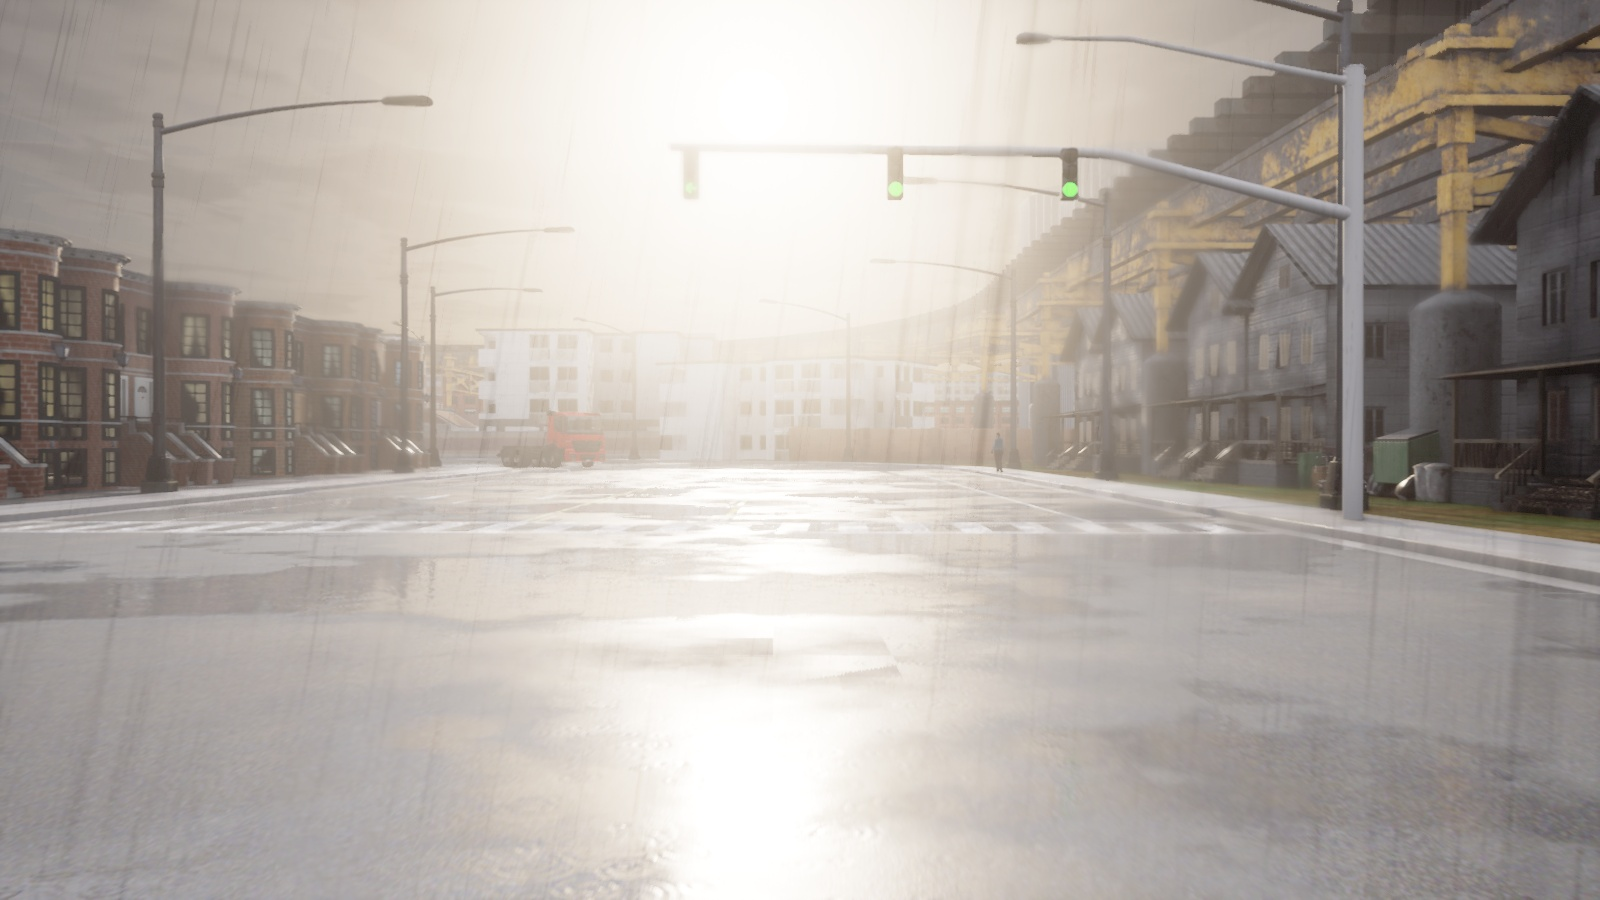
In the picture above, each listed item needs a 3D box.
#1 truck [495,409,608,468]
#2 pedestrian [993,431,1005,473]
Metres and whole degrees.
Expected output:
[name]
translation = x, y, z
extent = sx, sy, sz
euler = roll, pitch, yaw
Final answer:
[truck]
translation = -15.277, -0.681, 76.834
extent = 2.891, 3.462, 7.936
euler = 0, 0, -45
[pedestrian]
translation = 9.024, 0.087, 57.026
extent = 0.396, 1.930, 0.692
euler = 0, 0, -2
